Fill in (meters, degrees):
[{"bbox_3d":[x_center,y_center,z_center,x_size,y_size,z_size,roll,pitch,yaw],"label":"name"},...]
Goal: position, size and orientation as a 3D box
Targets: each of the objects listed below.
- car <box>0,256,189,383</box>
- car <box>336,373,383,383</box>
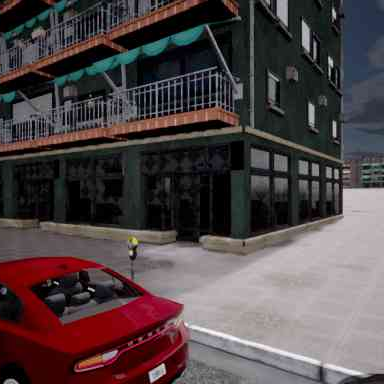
[{"bbox_3d":[-2.138,1.545,4.389,4.507,1.381,1.887,0,0,35],"label":"car"},{"bbox_3d":[2.460,1.566,1.129,4.313,1.339,1.947,0,0,35],"label":"car"}]
